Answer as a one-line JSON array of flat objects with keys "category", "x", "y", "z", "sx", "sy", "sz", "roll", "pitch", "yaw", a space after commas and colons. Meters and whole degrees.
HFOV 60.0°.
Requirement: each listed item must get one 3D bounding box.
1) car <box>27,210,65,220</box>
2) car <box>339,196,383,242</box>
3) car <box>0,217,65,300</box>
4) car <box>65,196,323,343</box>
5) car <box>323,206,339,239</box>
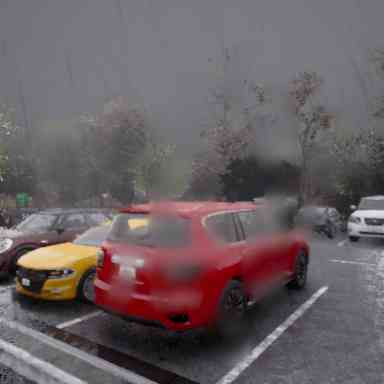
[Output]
[{"category": "car", "x": -4.234, "y": 1.352, "z": 10.228, "sx": 2.185, "sy": 1.767, "sz": 4.553, "roll": 0, "pitch": 0, "yaw": 35}, {"category": "car", "x": 9.018, "y": 1.207, "z": 15.856, "sx": 2.435, "sy": 2.045, "sz": 5.566, "roll": 0, "pitch": 0, "yaw": 35}, {"category": "car", "x": -1.761, "y": 1.468, "z": 8.465, "sx": 2.097, "sy": 1.535, "sz": 5.008, "roll": 0, "pitch": 0, "yaw": 35}, {"category": "car", "x": 0.643, "y": 1.207, "z": 6.813, "sx": 2.435, "sy": 2.045, "sz": 5.566, "roll": 0, "pitch": 0, "yaw": 35}, {"category": "car", "x": 6.742, "y": 1.464, "z": 17.475, "sx": 2.231, "sy": 1.521, "sz": 4.892, "roll": 0, "pitch": 0, "yaw": 35}]
